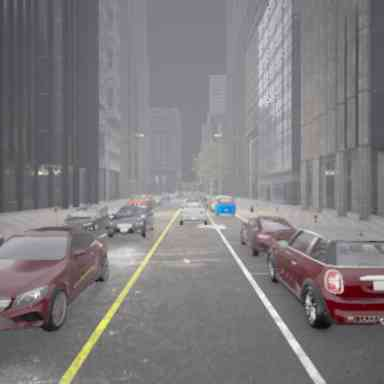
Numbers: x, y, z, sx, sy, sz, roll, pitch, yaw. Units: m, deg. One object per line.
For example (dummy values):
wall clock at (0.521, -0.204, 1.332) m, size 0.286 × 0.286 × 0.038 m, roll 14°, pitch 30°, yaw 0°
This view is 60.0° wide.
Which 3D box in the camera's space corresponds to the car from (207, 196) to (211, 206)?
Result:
car at (2.874, 1.420, 35.304) m, size 1.752 × 1.417 × 4.829 m, roll 0°, pitch 0°, yaw 0°

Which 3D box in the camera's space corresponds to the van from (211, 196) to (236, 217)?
van at (2.871, 1.259, 29.492) m, size 1.690 × 1.788 × 3.998 m, roll 0°, pitch 0°, yaw 0°

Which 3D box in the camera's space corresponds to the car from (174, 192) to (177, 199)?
car at (-5.634, 1.151, 85.907) m, size 1.967 × 1.590 × 4.097 m, roll 0°, pitch 0°, yaw 0°

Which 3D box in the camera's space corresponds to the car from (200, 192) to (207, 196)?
car at (2.883, 1.214, 63.333) m, size 1.967 × 1.590 × 4.097 m, roll 0°, pitch 0°, yaw 0°

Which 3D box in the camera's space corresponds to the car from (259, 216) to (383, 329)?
car at (2.861, 1.423, 6.932) m, size 1.967 × 1.590 × 4.097 m, roll 0°, pitch 0°, yaw 0°

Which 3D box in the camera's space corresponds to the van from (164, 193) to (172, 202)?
van at (-5.639, 1.096, 68.990) m, size 1.690 × 1.788 × 3.998 m, roll 0°, pitch 0°, yaw 0°

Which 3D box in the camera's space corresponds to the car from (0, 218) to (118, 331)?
car at (-3.051, 1.509, 6.981) m, size 1.812 × 1.442 × 4.674 m, roll 0°, pitch 0°, yaw 0°

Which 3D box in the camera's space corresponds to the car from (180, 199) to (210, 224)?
car at (0.109, 1.462, 23.814) m, size 1.812 × 1.442 × 4.674 m, roll 0°, pitch 0°, yaw 0°

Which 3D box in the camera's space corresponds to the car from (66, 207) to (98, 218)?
car at (-5.660, 1.505, 18.239) m, size 2.008 × 1.369 × 4.403 m, roll 0°, pitch 0°, yaw 0°

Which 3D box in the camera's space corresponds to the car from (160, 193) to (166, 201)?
car at (-5.647, 1.348, 51.866) m, size 1.752 × 1.417 × 4.829 m, roll 0°, pitch 1°, yaw 1°

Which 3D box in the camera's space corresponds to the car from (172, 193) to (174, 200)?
car at (-5.638, 1.303, 74.629) m, size 1.947 × 1.339 × 4.313 m, roll 0°, pitch 0°, yaw 0°

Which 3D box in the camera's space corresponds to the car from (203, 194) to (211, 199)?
car at (2.885, 1.370, 46.617) m, size 1.752 × 1.417 × 4.829 m, roll 0°, pitch 1°, yaw 1°

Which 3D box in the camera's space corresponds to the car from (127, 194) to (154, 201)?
car at (-5.652, 1.211, 35.157) m, size 2.192 × 1.841 × 5.009 m, roll 0°, pitch 0°, yaw 0°

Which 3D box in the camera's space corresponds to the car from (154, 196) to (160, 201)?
car at (-5.650, 1.188, 40.797) m, size 2.192 × 1.841 × 5.009 m, roll 0°, pitch 0°, yaw 0°

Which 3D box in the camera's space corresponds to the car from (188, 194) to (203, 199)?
car at (0.118, 1.412, 45.855) m, size 1.994 × 1.385 × 4.181 m, roll 0°, pitch 0°, yaw 0°

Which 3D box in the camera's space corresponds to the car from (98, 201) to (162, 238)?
car at (-3.064, 1.448, 17.564) m, size 2.128 × 1.511 × 4.902 m, roll 0°, pitch 0°, yaw 0°

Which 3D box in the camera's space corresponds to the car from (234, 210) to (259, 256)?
car at (2.863, 1.551, 12.574) m, size 1.802 × 1.307 × 4.206 m, roll 0°, pitch 0°, yaw 0°
